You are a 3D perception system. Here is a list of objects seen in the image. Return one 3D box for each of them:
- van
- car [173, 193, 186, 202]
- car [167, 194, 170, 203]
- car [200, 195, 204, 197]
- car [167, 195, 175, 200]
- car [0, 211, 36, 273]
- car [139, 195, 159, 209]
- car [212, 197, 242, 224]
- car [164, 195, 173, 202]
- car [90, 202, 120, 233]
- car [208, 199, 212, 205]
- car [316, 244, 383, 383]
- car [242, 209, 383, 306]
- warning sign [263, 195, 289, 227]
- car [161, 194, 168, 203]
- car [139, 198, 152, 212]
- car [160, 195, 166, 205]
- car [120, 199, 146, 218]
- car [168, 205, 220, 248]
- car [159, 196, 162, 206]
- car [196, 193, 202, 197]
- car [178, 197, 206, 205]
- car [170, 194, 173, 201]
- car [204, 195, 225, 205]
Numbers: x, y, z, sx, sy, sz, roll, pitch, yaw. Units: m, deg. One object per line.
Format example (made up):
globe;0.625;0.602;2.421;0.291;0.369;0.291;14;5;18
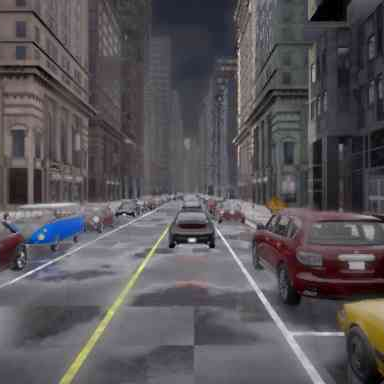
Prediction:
van;-5.759;1.342;13.566;1.690;1.788;3.998;0;0;0
car;-3.000;1.186;76.655;2.150;2.045;5.566;0;0;0
car;-5.759;1.450;63.982;1.967;1.590;4.097;0;0;0
car;2.766;1.553;58.386;1.887;1.381;4.507;0;0;0
car;-5.760;1.600;91.991;1.802;1.307;4.206;0;0;0
car;-5.759;1.440;7.965;1.967;1.590;4.097;0;0;0
car;-5.758;1.320;41.575;2.192;1.841;5.009;0;0;0
car;2.766;1.442;24.773;1.967;1.590;4.097;0;0;0
car;-5.759;1.559;80.788;1.887;1.381;4.507;0;0;0
car;-5.759;1.441;19.168;1.967;1.590;4.097;0;0;0
car;2.766;1.569;30.375;1.947;1.339;4.313;0;0;0
car;2.766;1.525;2.534;1.752;1.417;4.829;0;0;0
car;2.767;1.315;7.966;2.192;1.841;5.009;0;0;0
warning sign;5.064;1.117;20.080;1.300;1.860;1.060;0;0;0
car;-5.759;1.574;58.381;1.947;1.339;4.313;0;0;0
car;-5.760;1.586;35.973;1.802;1.307;4.206;0;0;0
car;-5.759;1.558;52.778;2.008;1.369;4.403;0;0;0
car;-5.759;1.569;30.372;1.947;1.339;4.313;0;0;0
car;0.000;1.518;14.650;1.837;1.490;4.892;0;0;0
car;-5.759;1.531;47.007;1.752;1.417;4.829;0;0;0
car;2.766;1.456;86.396;1.967;1.590;4.097;0;0;0
car;0.000;1.489;29.650;1.882;1.535;5.008;0;0;0
car;-5.758;1.326;69.584;2.192;1.841;5.009;0;0;0
car;2.767;1.319;35.977;2.192;1.841;5.009;0;0;0
